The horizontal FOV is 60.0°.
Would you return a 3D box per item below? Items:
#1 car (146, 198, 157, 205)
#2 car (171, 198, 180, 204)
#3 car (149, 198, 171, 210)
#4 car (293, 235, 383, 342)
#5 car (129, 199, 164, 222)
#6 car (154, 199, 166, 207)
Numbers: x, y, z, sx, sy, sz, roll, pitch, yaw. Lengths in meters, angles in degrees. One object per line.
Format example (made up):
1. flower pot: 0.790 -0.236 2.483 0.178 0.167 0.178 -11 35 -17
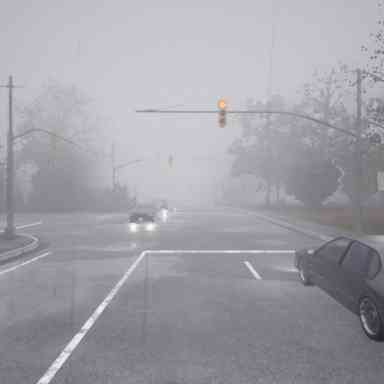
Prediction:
1. car: -9.170 2.202 75.227 1.837 1.490 4.892 0 -1 -16
2. car: -4.521 2.189 82.972 2.097 1.767 4.553 0 -1 -22
3. car: -4.130 1.569 43.741 2.128 1.511 4.902 0 0 -3
4. car: 3.593 1.547 6.415 2.033 1.411 5.357 0 0 0
5. car: -3.657 1.547 26.263 2.033 1.411 5.357 0 0 0
6. car: -5.839 1.970 60.479 1.895 1.301 4.718 0 -1 -9
